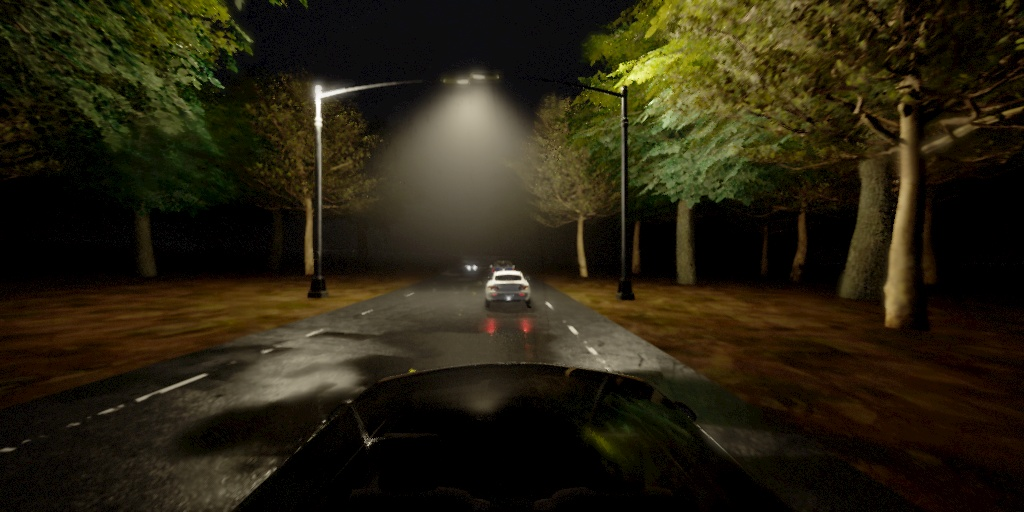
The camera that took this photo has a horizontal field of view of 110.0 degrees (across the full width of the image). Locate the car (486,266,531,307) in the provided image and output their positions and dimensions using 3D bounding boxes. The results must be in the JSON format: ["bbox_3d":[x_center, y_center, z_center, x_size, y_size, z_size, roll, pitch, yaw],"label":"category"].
[{"bbox_3d":[-0.172,1.361,15.864,1.812,1.442,4.674,0,0,-1],"label":"car"}]

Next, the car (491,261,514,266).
[{"bbox_3d":[-0.785,1.200,30.372,2.097,1.767,4.553,0,0,-3],"label":"car"}]
